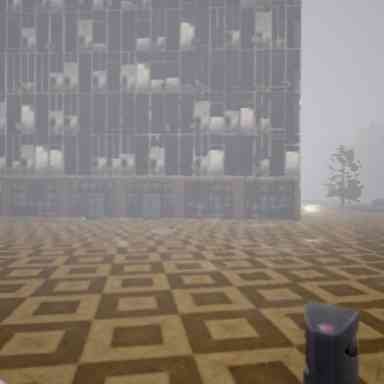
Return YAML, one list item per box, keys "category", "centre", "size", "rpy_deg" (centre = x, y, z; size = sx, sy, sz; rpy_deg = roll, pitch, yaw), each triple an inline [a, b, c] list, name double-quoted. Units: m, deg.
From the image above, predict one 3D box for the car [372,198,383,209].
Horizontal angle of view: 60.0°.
- category: "car"
  centre: [23.829, 1.381, 40.156]
  size: [2.033, 1.411, 5.357]
  rpy_deg: [0, 0, 3]
